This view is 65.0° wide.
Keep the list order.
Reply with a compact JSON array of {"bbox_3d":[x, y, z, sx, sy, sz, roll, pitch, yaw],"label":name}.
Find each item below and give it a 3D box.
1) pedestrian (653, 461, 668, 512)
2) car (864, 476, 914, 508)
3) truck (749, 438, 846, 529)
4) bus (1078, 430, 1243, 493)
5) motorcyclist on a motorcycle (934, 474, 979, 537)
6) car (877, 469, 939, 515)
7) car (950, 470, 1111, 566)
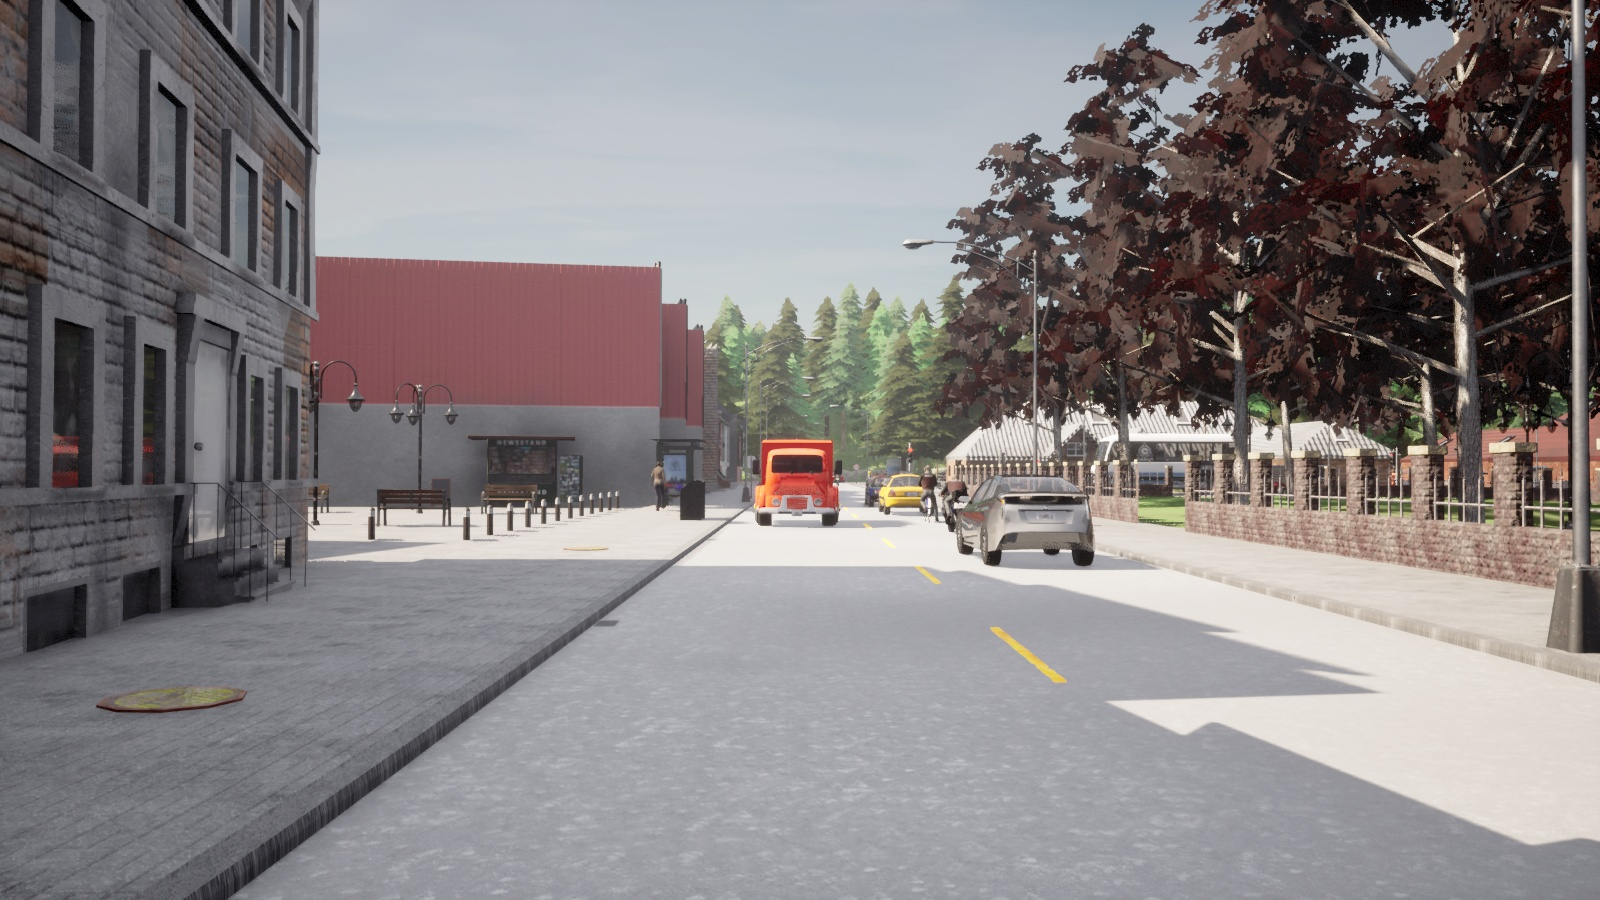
[{"bbox_3d":[-5.001,1.295,44.918,0.328,1.805,0.869,0,-1,8],"label":"pedestrian"},{"bbox_3d":[3.905,1.834,55.799,1.895,1.301,4.718,0,-1,0],"label":"car"},{"bbox_3d":[-0.077,0.945,36.852,2.627,2.467,5.204,0,-1,0],"label":"truck"},{"bbox_3d":[24.866,0.797,87.054,10.273,4.253,3.944,0,-1,0],"label":"bus"},{"bbox_3d":[3.931,1.364,31.676,0.866,1.530,2.191,0,-1,0],"label":"motorcyclist on a motorcycle"},{"bbox_3d":[3.914,1.511,46.176,1.801,1.575,5.366,0,-1,0],"label":"car"},{"bbox_3d":[3.945,1.118,22.252,2.007,1.525,4.514,0,-1,0],"label":"car"}]
